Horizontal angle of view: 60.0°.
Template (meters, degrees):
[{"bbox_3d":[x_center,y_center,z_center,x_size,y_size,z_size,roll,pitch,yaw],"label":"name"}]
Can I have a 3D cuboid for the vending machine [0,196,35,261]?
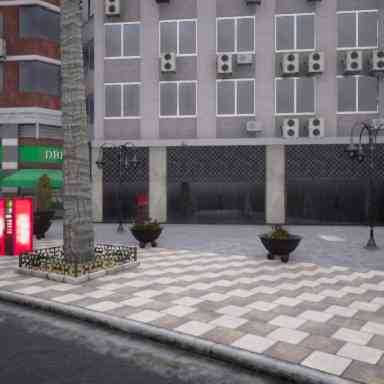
[{"bbox_3d":[-6.203,1.195,11.454,0.880,2.100,1.100,0,0,23],"label":"vending machine"}]
